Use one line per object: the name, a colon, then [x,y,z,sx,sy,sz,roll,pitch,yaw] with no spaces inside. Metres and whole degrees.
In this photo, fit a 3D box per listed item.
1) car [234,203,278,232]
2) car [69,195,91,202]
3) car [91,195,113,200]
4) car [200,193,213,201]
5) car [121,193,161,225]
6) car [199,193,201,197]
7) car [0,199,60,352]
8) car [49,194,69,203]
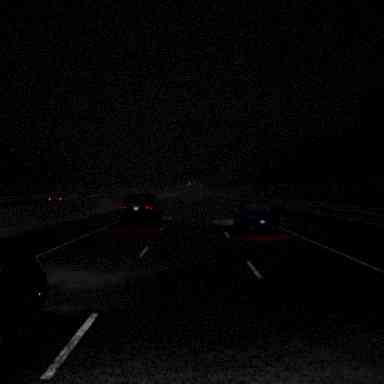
car: [3.604,1.363,19.453,1.882,1.535,5.008,0,0,0]
car: [-17.543,1.259,54.110,2.033,1.411,5.357,0,0,1]
car: [-14.052,1.205,53.661,2.128,1.511,4.902,0,0,0]
car: [3.510,1.131,73.508,2.163,1.488,4.792,0,0,0]
car: [-3.397,1.087,22.883,2.150,2.045,5.566,0,0,0]
car: [3.512,1.129,84.480,2.033,1.411,5.357,0,0,0]
car: [-3.400,1.202,2.970,2.150,2.045,5.566,0,0,0]
car: [-21.048,1.069,52.923,2.097,1.767,4.553,0,0,1]
